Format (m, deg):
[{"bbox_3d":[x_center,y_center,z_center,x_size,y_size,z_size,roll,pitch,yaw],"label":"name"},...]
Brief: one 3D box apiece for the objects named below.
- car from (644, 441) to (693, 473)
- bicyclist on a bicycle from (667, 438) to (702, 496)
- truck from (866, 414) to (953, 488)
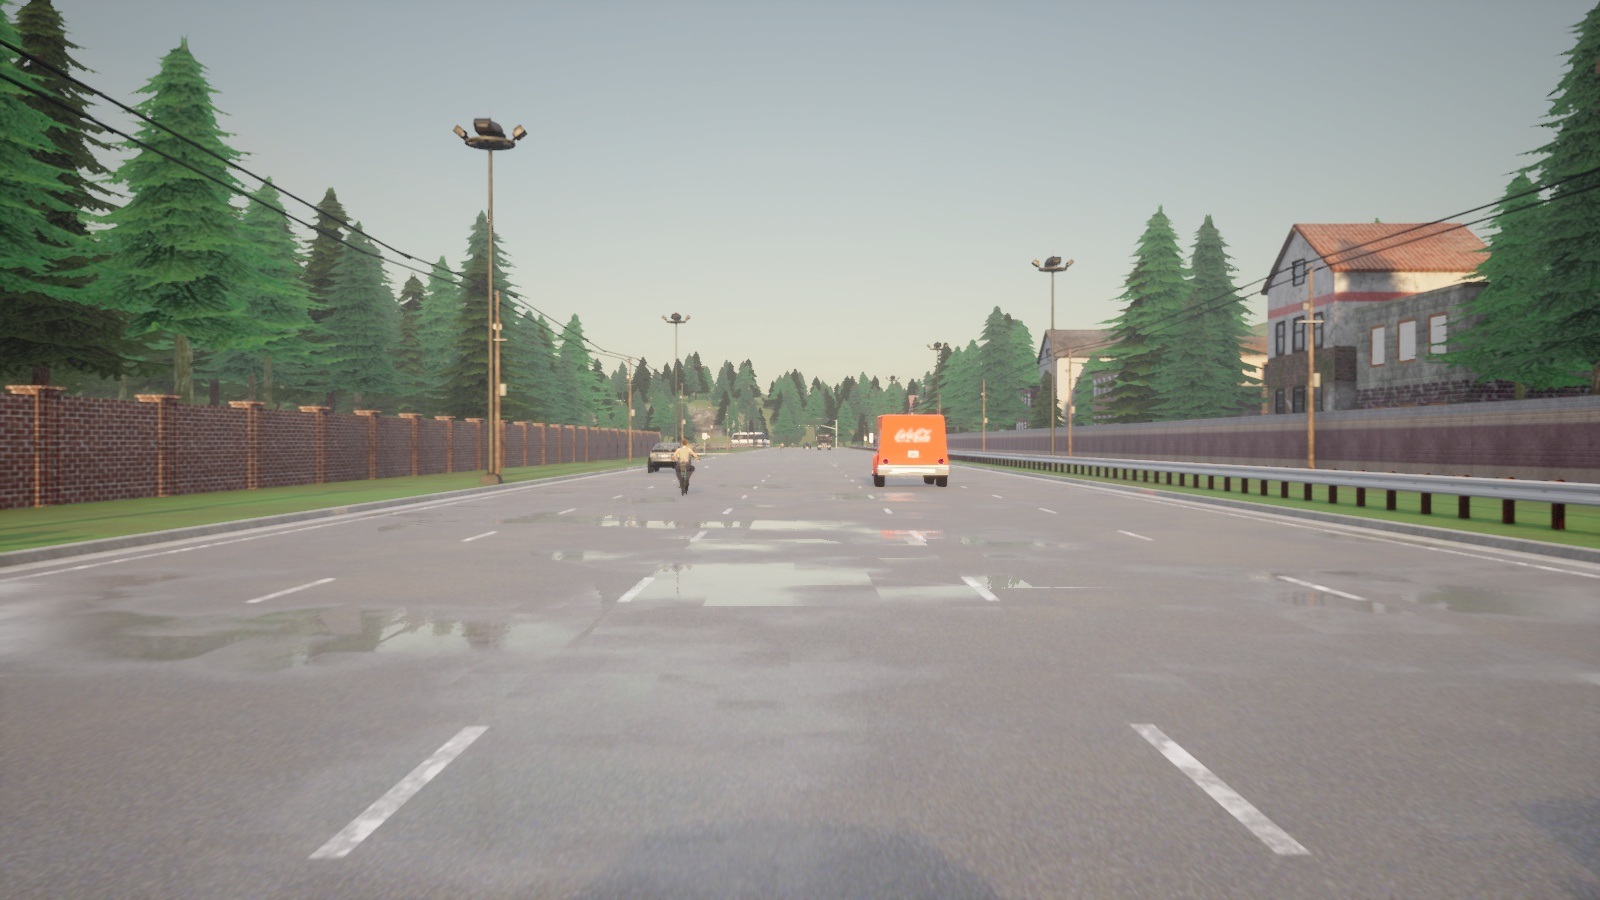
[{"bbox_3d":[-6.622,0.329,63.680,2.007,1.525,4.514,0,0,0],"label":"car"},{"bbox_3d":[-3.285,0.478,35.872,0.866,1.612,1.509,0,0,1],"label":"bicyclist on a bicycle"},{"bbox_3d":[3.768,0.014,44.106,2.627,2.467,5.204,0,0,0],"label":"truck"}]
